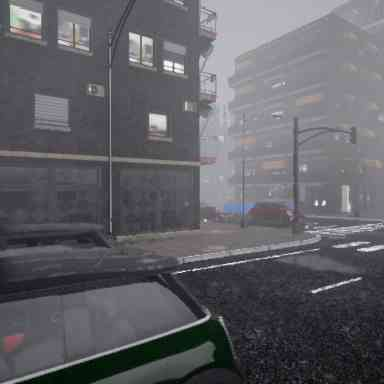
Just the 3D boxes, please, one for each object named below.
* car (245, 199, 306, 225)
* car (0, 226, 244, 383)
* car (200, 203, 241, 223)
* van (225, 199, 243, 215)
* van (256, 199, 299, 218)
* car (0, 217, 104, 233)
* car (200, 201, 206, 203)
[{"bbox_3d":[6.682,1.574,26.417,2.097,1.767,4.553,0,-1,-36],"label":"car"},{"bbox_3d":[-1.815,1.351,2.393,4.553,1.767,2.097,0,0,-35],"label":"car"},{"bbox_3d":[1.852,1.874,28.654,1.802,1.307,4.206,-1,0,-36],"label":"car"},{"bbox_3d":[5.297,1.676,38.079,1.690,1.788,3.998,-1,0,-36],"label":"van"},{"bbox_3d":[8.603,1.602,33.556,1.690,1.788,3.998,-1,0,-36],"label":"van"},{"bbox_3d":[-3.270,1.351,5.346,4.553,1.767,2.097,0,0,-35],"label":"car"},{"bbox_3d":[0.695,1.707,34.586,2.097,1.767,4.553,0,-1,-36],"label":"car"}]
